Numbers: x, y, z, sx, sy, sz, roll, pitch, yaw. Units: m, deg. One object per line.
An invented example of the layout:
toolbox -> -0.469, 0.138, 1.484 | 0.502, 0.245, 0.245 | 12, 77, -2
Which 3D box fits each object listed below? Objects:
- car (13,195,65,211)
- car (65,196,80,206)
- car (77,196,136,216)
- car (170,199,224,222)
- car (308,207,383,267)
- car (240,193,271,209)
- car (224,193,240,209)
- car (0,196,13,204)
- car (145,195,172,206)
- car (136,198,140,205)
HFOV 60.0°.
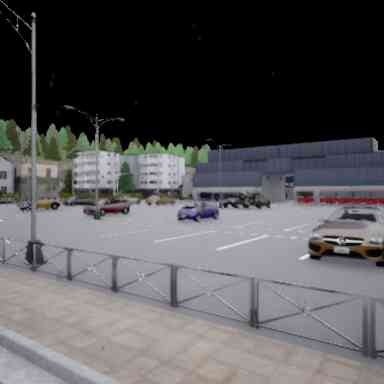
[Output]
car -> -17.445, 1.179, 38.136 | 1.932, 1.855, 4.605 | 0, 0, 35
car -> -17.318, 1.397, 50.317 | 2.007, 1.523, 4.514 | 0, 0, 35
car -> -7.693, 1.354, 30.352 | 2.007, 1.523, 4.514 | 0, 0, 35
car -> 0.435, 1.356, 24.539 | 1.845, 1.501, 3.633 | 0, 0, 35
car -> 5.661, 1.340, 11.428 | 2.152, 1.636, 5.027 | 0, 0, 35
car -> 8.216, 1.148, 41.760 | 1.932, 1.855, 4.605 | 0, 0, 35
car -> 5.607, 1.133, 43.104 | 1.905, 1.878, 3.866 | 0, 0, 35
car -> -34.413, 1.489, 58.934 | 2.033, 1.411, 5.357 | 0, 0, 35
car -> -4.831, 1.236, 50.503 | 2.152, 1.636, 5.027 | 0, 0, 35
car -> -10.253, 1.327, 53.950 | 1.970, 1.475, 3.806 | 0, 0, 35
